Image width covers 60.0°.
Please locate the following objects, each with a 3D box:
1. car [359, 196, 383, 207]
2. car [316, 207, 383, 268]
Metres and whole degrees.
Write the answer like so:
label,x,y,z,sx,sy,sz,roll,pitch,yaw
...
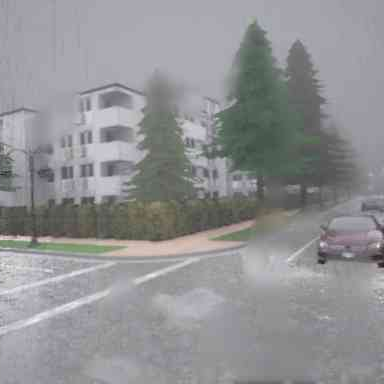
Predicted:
label,x,y,z,sx,sy,sz,roll,pitch,yaw
car,17.653,1.179,32.662,1.837,1.490,4.892,-3,-1,30
car,5.418,1.444,11.149,1.812,1.442,4.674,-3,-1,30
